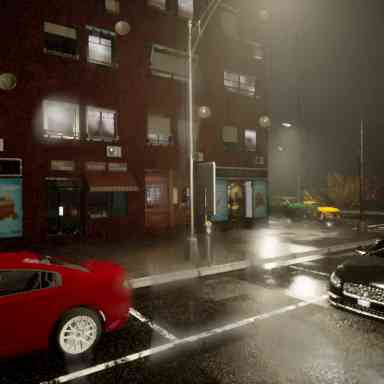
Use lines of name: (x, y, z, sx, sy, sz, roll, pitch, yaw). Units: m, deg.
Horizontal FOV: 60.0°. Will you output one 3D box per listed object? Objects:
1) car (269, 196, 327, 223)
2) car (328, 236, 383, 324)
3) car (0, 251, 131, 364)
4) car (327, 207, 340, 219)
car: (7.844, 1.388, 27.636, 2.150, 2.045, 5.566, -1, 0, -34)
car: (4.705, 1.504, 6.619, 4.892, 1.490, 1.837, 0, 0, -35)
car: (-3.055, 1.545, 4.395, 4.507, 1.381, 1.887, 0, -1, -35)
car: (10.532, 1.603, 29.443, 1.882, 1.535, 5.008, -1, 0, -35)
